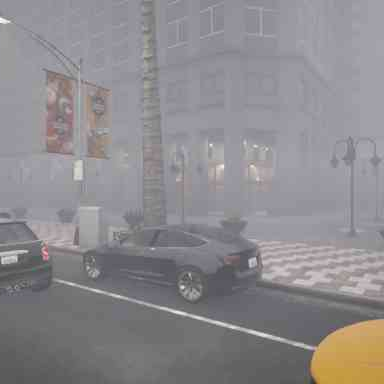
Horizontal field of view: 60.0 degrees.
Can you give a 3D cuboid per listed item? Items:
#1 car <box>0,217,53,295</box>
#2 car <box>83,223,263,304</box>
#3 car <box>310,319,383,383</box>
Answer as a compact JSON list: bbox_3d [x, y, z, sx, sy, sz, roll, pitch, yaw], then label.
[{"bbox_3d":[-5.306,1.352,7.768,4.553,1.767,2.097,0,0,35],"label":"car"},{"bbox_3d":[-0.652,1.513,8.250,4.786,1.482,2.161,0,0,35],"label":"car"},{"bbox_3d":[3.206,1.478,1.706,5.008,1.535,1.882,0,0,36],"label":"car"}]
